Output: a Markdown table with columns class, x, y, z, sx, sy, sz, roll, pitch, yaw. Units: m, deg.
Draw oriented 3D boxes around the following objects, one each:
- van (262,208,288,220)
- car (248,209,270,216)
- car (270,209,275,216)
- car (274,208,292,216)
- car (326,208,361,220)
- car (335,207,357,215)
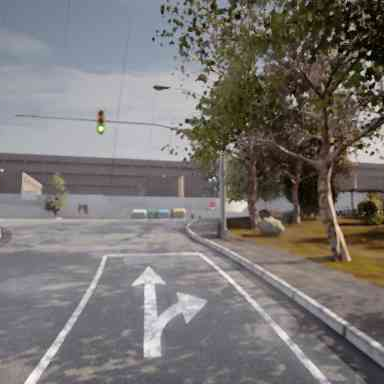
| class | x | y | z | sx | sy | sz | roll | pitch | yaw |
| --- | --- | --- | --- | --- | --- | --- | --- | --- | --- |
| van | 15.051 | 4.068 | 60.420 | 1.878 | 1.987 | 4.442 | 4 | -8 | -35 |
| car | 12.219 | 4.246 | 59.549 | 1.946 | 1.575 | 5.366 | 4 | -8 | -35 |
| car | 16.008 | 3.812 | 55.629 | 4.892 | 1.490 | 1.837 | 0 | -6 | -15 |
| car | 16.175 | 3.490 | 52.585 | 4.902 | 1.511 | 2.128 | 0 | -6 | -15 |
| car | 29.336 | 4.249 | 64.491 | 2.435 | 2.045 | 5.566 | 3 | -8 | -35 |
| car | 21.495 | 2.704 | 44.829 | 4.181 | 1.385 | 1.994 | 1 | -6 | -15 |
